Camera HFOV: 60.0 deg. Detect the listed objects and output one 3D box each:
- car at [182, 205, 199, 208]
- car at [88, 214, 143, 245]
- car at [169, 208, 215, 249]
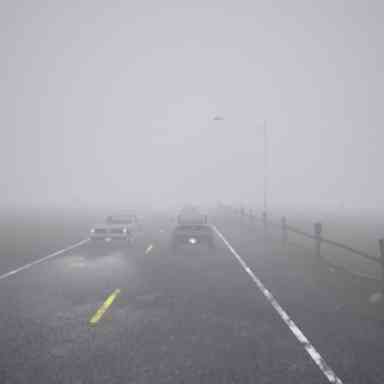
[{"bbox_3d":[-0.208,2.046,36.918,1.895,1.301,4.718,0,-1,-1],"label":"car"},{"bbox_3d":[-3.700,1.809,16.848,1.895,1.301,4.718,0,-1,-1],"label":"car"},{"bbox_3d":[0.006,1.697,15.561,1.837,1.490,4.892,0,-1,0],"label":"car"}]
